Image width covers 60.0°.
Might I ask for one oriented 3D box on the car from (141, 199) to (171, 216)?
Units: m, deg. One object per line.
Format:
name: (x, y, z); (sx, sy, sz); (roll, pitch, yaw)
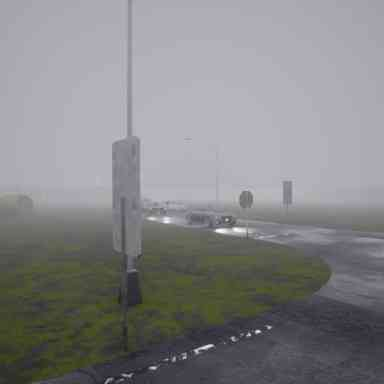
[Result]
car: (-4.009, 1.663, 33.464); (1.895, 1.301, 4.718); (-1, 0, -22)

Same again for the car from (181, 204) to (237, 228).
car: (1.257, 1.599, 22.936); (1.994, 1.385, 4.181); (-1, 0, -29)

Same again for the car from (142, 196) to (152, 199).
car: (-8.531, 1.575, 61.903); (1.837, 1.490, 4.892); (-1, 0, -7)

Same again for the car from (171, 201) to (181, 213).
car: (-2.371, 1.640, 37.178); (1.895, 1.301, 4.718); (-1, 0, -22)
